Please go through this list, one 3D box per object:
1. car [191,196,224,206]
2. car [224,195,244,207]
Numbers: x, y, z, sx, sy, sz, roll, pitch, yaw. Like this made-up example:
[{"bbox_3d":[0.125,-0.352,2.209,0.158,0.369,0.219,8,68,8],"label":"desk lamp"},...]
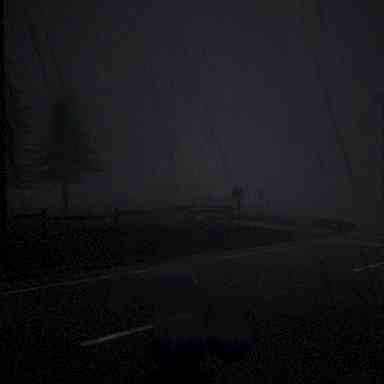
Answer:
[{"bbox_3d":[1.804,1.320,46.841,1.837,1.490,4.892,0,0,-35],"label":"car"},{"bbox_3d":[5.372,1.270,47.842,1.882,1.535,5.008,0,0,-35],"label":"car"}]
